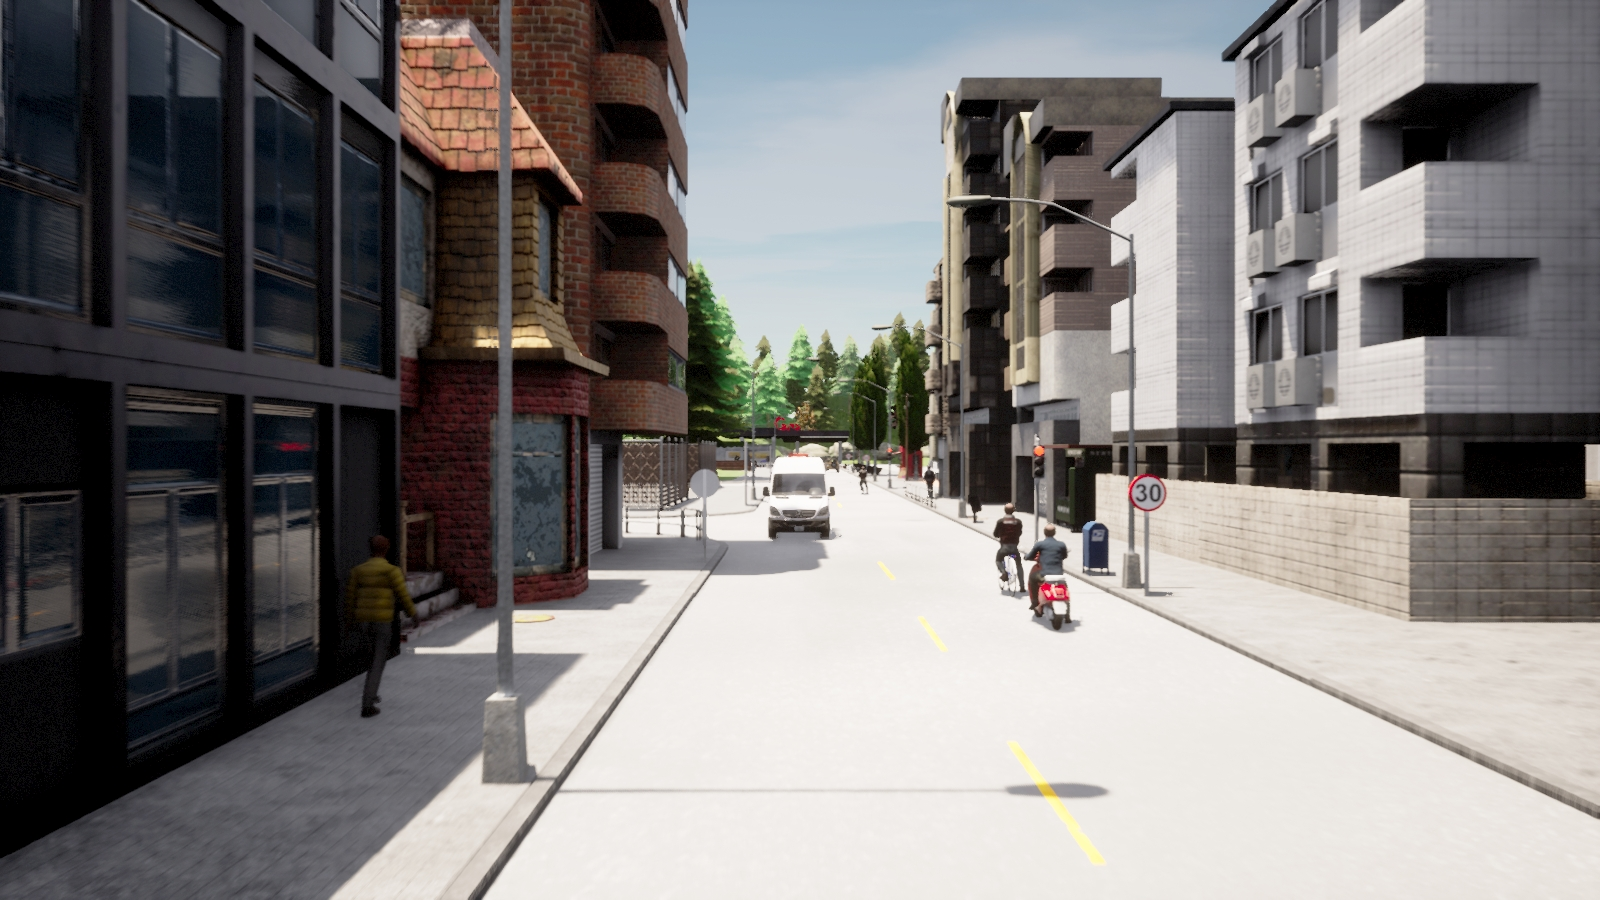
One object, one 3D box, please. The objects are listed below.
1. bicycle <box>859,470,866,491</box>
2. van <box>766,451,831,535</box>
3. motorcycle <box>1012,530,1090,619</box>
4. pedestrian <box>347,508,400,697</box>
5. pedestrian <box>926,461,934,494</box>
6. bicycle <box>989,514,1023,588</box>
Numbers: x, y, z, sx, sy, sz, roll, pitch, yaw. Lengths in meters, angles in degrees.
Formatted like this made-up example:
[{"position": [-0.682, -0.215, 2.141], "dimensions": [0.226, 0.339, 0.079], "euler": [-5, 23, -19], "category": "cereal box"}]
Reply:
[{"position": [3.931, 1.940, 71.954], "dimensions": [0.329, 1.271, 1.835], "euler": [0, 0, 0], "category": "bicycle"}, {"position": [-0.039, 1.314, 38.024], "dimensions": [1.988, 2.561, 5.915], "euler": [0, 0, 0], "category": "van"}, {"position": [4.000, 1.962, 18.365], "dimensions": [0.856, 1.236, 1.805], "euler": [0, 0, 0], "category": "motorcycle"}, {"position": [-4.307, 1.523, 11.548], "dimensions": [0.375, 1.860, 0.375], "euler": [0, 0, 7], "category": "pedestrian"}, {"position": [7.213, 1.523, 63.284], "dimensions": [0.375, 1.860, 0.375], "euler": [0, 0, -5], "category": "pedestrian"}, {"position": [4.005, 1.940, 22.239], "dimensions": [0.329, 1.271, 1.835], "euler": [0, 0, 0], "category": "bicycle"}]
